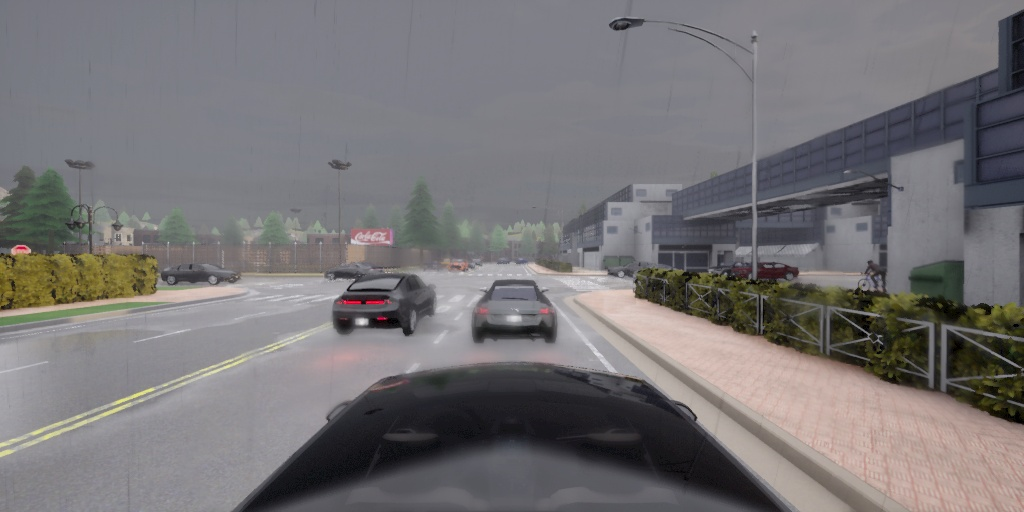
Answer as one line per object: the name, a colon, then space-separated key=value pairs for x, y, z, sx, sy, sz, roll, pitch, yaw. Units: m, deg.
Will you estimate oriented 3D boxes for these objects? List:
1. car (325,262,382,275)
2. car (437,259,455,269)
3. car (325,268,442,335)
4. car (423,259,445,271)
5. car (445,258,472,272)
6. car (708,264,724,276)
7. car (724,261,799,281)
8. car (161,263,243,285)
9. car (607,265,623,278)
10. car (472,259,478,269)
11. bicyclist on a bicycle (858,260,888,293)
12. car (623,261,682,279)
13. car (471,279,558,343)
car: x=-12.477 y=1.240 z=28.275 sx=4.902 sy=1.511 sz=2.128 roll=0 pitch=0 yaw=20
car: x=-10.350 y=1.227 z=56.427 sx=1.882 sy=1.535 sz=5.008 roll=0 pitch=0 yaw=1
car: x=-3.456 y=1.254 z=10.505 sx=1.837 sy=1.490 sz=4.892 roll=0 pitch=0 yaw=-2
car: x=-10.431 y=1.314 z=47.785 sx=1.994 sy=1.385 sz=4.181 roll=0 pitch=0 yaw=1
car: x=-6.941 y=1.102 z=46.641 sx=2.097 sy=1.767 sz=4.553 roll=0 pitch=0 yaw=1
car: x=20.766 y=1.241 z=33.147 sx=4.902 sy=1.511 sz=2.128 roll=0 pitch=0 yaw=0
car: x=20.806 y=1.228 z=29.646 sx=5.008 sy=1.535 sz=1.882 roll=0 pitch=0 yaw=0
car: x=-21.835 y=1.238 z=25.335 sx=4.892 sy=1.490 sz=1.837 roll=0 pitch=0 yaw=0
car: x=11.351 y=1.255 z=33.198 sx=4.892 sy=1.490 sz=1.837 roll=0 pitch=0 yaw=1
car: x=-6.861 y=1.351 z=55.628 sx=1.895 sy=1.301 sz=4.718 roll=0 pitch=0 yaw=1
bicyclist on a bicycle: x=18.320 y=1.053 z=18.167 sx=0.582 sy=1.620 sz=1.656 roll=0 pitch=0 yaw=0
car: x=11.834 y=1.314 z=29.656 sx=4.181 sy=1.385 sz=1.994 roll=0 pitch=0 yaw=-1
car: x=0.071 y=1.314 z=9.676 sx=1.994 sy=1.385 sz=4.181 roll=0 pitch=0 yaw=1
